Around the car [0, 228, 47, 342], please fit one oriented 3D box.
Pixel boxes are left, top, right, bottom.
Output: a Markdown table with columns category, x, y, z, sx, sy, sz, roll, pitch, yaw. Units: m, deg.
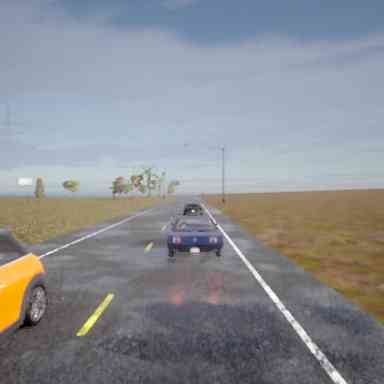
| category | x | y | z | sx | sy | sz | roll | pitch | yaw |
| --- | --- | --- | --- | --- | --- | --- | --- | --- | --- |
| car | -3.599 | 1.352 | 3.954 | 2.097 | 1.767 | 4.553 | 0 | 0 | 0 |

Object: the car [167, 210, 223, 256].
| category | x | y | z | sx | sy | sz | roll | pitch | yaw |
| --- | --- | --- | --- | --- | --- | --- | --- | --- | --- |
| car | 0.099 | 1.601 | 13.090 | 1.895 | 1.301 | 4.718 | 0 | 0 | 0 |

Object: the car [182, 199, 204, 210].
| category | x | y | z | sx | sy | sz | roll | pitch | yaw |
| --- | --- | --- | --- | --- | --- | --- | --- | --- | --- |
| car | 0.100 | 1.504 | 33.179 | 1.837 | 1.490 | 4.892 | 0 | 0 | 0 |
